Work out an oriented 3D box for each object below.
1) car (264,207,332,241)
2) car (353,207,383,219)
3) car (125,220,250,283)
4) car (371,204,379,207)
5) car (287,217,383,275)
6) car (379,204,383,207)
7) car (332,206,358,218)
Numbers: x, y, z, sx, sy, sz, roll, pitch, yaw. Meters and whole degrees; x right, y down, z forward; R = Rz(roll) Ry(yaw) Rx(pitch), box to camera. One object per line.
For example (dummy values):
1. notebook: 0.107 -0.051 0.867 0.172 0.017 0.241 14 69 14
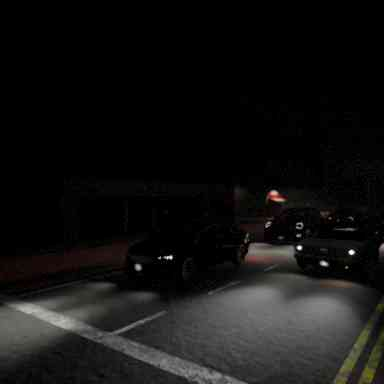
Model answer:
1. car: 5.604 1.630 17.737 2.097 1.767 4.553 -1 -1 37
2. car: 10.671 1.780 18.612 1.812 1.442 4.674 -1 -1 37
3. car: 0.097 1.683 10.472 2.128 1.511 4.902 -1 -1 37
4. car: 22.008 2.079 39.141 2.033 1.411 5.357 -1 -1 37
5. car: 5.106 1.768 11.291 1.895 1.301 4.718 -1 -1 37
6. car: 16.739 1.700 26.577 2.097 1.767 4.553 -1 -1 37
7. car: 12.177 1.883 26.367 1.837 1.490 4.892 -1 -1 37
